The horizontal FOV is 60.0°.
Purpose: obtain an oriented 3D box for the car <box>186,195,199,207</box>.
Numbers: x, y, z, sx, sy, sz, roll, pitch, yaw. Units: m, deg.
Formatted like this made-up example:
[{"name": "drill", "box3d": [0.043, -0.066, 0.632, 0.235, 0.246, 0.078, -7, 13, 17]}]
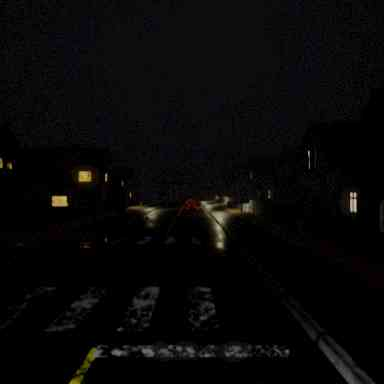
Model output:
[{"name": "car", "box3d": [0.083, 1.415, 53.382, 2.097, 1.767, 4.553, 0, 0, 0]}]
